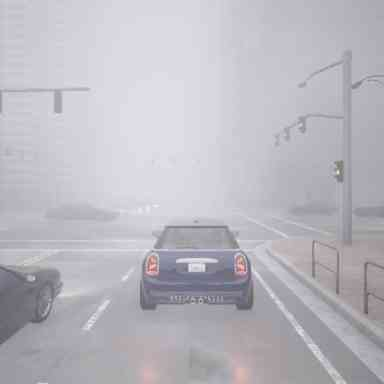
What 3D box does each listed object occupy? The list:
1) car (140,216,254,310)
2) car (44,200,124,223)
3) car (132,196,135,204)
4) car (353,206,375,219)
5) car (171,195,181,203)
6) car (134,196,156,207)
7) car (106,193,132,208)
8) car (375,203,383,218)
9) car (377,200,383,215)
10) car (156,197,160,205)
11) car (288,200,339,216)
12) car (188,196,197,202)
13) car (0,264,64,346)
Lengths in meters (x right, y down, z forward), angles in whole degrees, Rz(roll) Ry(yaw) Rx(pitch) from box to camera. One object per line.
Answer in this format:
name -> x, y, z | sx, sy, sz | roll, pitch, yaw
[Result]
car -> 0.092, 1.352, 7.980 | 2.097, 1.767, 4.553 | 0, 0, 0
car -> -8.236, 1.547, 25.103 | 5.357, 1.411, 2.033 | 0, 0, 0
car -> -10.485, 1.505, 58.067 | 1.837, 1.490, 4.892 | 0, 0, 0
car -> 16.500, 1.601, 28.615 | 4.718, 1.301, 1.895 | 0, 0, 1
car -> -3.359, 1.478, 71.255 | 1.882, 1.535, 5.008 | 0, 0, 0
car -> -7.017, 1.564, 50.385 | 1.994, 1.385, 4.181 | 0, 0, 0
car -> -10.522, 1.352, 48.122 | 2.097, 1.767, 4.553 | 0, 0, 0
car -> 16.961, 1.477, 24.928 | 5.008, 1.535, 1.882 | 0, 0, 0
car -> 20.842, 1.505, 32.061 | 4.892, 1.490, 1.837 | 0, 0, 1
car -> -6.976, 1.601, 60.345 | 1.895, 1.301, 4.718 | 0, 0, 0
car -> 11.705, 1.526, 32.157 | 4.674, 1.442, 1.812 | 0, 0, 1
car -> 0.117, 1.553, 72.611 | 1.994, 1.385, 4.181 | 0, 0, 0
car -> -3.414, 1.547, 4.121 | 2.033, 1.411, 5.357 | 0, 0, -1
